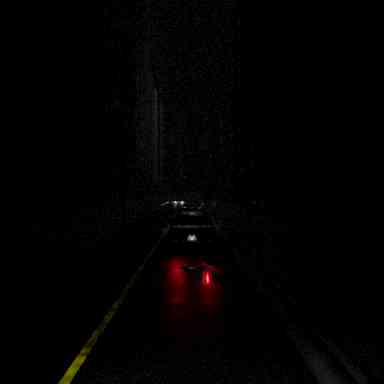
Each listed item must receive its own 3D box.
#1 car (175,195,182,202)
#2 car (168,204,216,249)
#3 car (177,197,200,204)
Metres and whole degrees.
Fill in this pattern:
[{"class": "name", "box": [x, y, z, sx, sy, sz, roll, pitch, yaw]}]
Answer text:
[{"class": "car", "box": [-2.999, 1.455, 76.737, 1.837, 1.490, 4.892, 0, 0, 0]}, {"class": "car", "box": [0.000, 1.495, 14.650, 2.128, 1.511, 4.902, 0, 0, 0]}, {"class": "car", "box": [0.000, 1.494, 29.650, 2.128, 1.511, 4.902, 0, 0, 0]}]
